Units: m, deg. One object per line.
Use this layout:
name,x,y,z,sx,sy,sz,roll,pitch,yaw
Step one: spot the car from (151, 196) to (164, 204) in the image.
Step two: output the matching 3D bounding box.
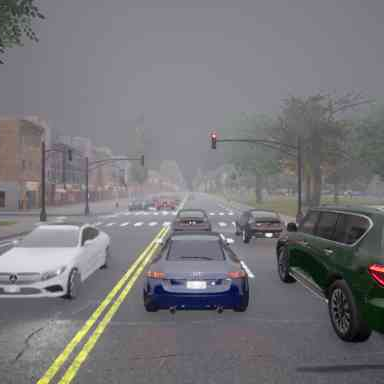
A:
car,-6.674,1.491,65.172,2.033,1.411,5.357,0,1,0

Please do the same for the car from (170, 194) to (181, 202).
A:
car,-3.400,1.249,70.836,2.097,1.767,4.553,0,1,0

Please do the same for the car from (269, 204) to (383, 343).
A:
car,3.313,1.235,6.600,2.150,2.045,5.566,0,0,0

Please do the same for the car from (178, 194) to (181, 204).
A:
car,-3.453,1.238,57.091,2.150,2.045,5.566,0,1,0

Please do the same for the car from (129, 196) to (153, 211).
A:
car,-6.688,1.469,42.600,2.097,1.767,4.553,0,0,0

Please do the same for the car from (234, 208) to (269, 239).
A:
car,3.260,1.581,16.462,1.837,1.490,4.892,0,0,0

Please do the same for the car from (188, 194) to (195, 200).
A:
car,-0.179,1.304,84.357,2.128,1.511,4.902,0,0,0

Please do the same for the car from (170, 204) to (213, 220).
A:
car,0.006,1.582,16.633,1.837,1.490,4.892,0,0,1

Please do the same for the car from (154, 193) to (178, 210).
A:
car,-3.450,1.329,44.883,2.150,2.045,5.566,0,0,0

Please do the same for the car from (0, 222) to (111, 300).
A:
car,-3.366,1.548,8.553,1.812,1.442,4.674,0,0,0

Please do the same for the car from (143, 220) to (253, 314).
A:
car,0.064,1.583,7.746,1.994,1.385,4.181,0,0,0
